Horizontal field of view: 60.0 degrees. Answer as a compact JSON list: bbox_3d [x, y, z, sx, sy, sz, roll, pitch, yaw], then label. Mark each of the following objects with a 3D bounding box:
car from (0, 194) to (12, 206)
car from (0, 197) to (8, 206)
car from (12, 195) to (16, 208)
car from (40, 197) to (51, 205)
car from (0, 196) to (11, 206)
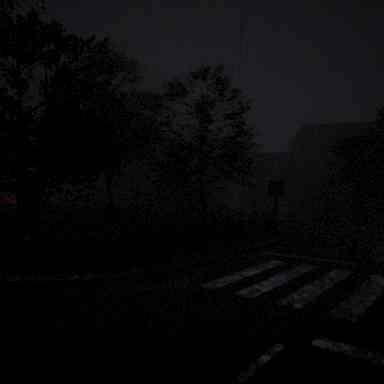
[{"bbox_3d":[-30.835,1.321,52.615,5.566,2.045,2.150,-1,0,39],"label":"car"},{"bbox_3d":[-38.869,1.898,64.383,1.946,1.575,5.366,-2,-1,39],"label":"car"},{"bbox_3d":[-22.458,1.467,44.571,1.812,1.442,4.674,0,0,-36],"label":"car"},{"bbox_3d":[-24.934,1.352,52.844,2.185,1.767,4.553,-1,-1,39],"label":"car"},{"bbox_3d":[-36.743,1.686,62.380,2.185,1.767,4.553,-2,-1,39],"label":"car"}]
